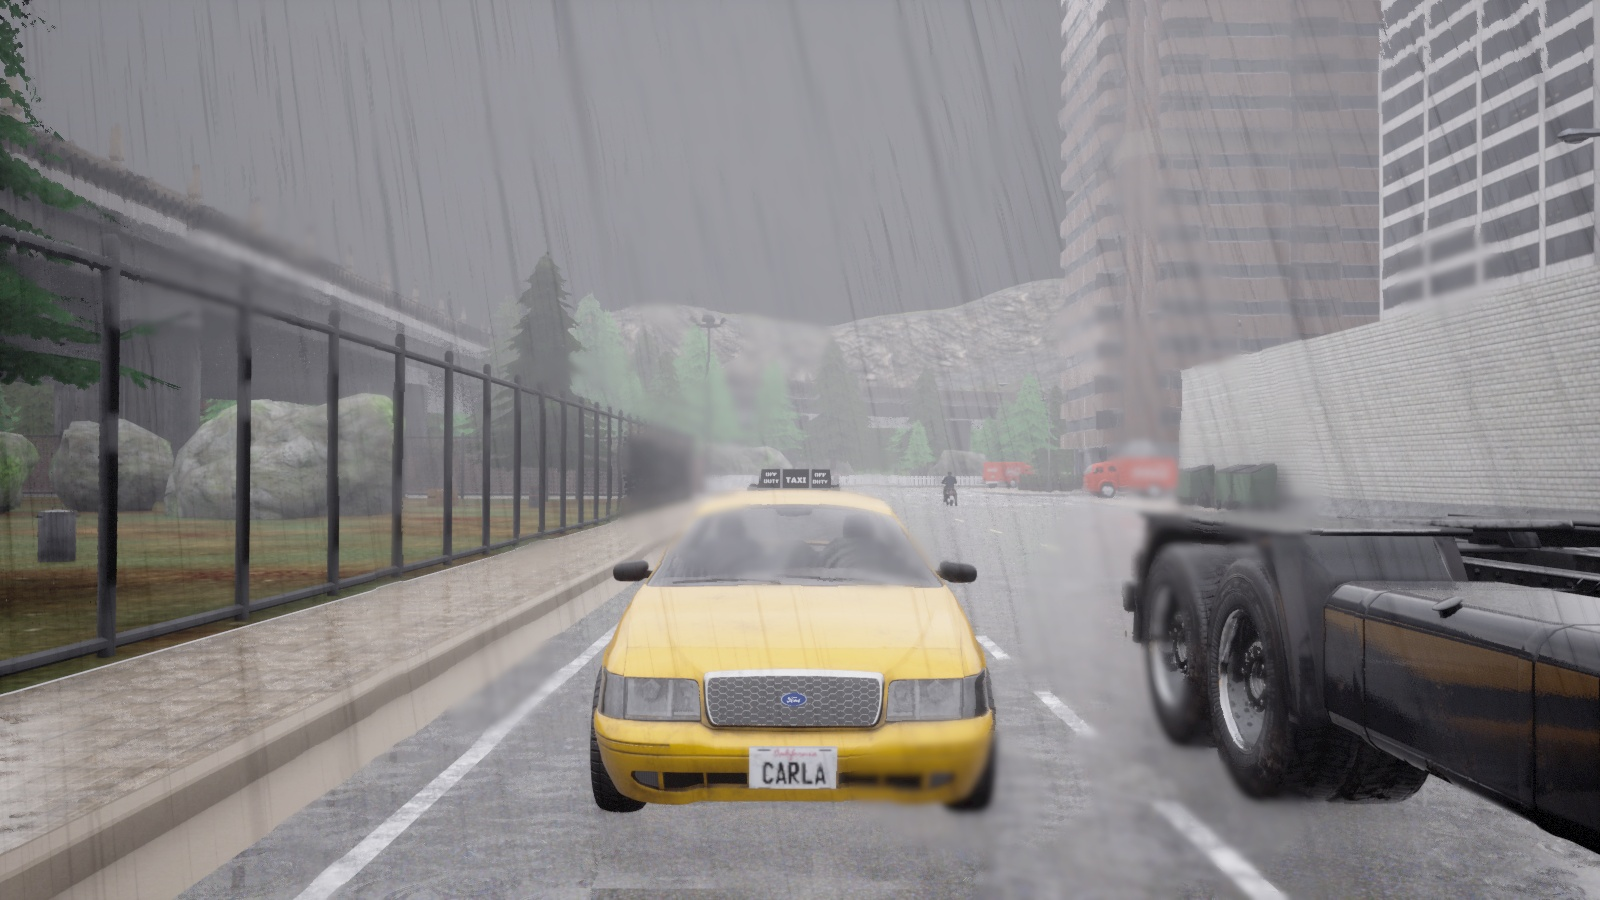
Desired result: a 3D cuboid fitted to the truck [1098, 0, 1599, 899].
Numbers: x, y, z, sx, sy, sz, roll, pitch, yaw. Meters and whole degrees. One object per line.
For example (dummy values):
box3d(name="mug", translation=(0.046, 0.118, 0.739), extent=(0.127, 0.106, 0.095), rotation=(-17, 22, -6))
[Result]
box3d(name="truck", translation=(3.483, -0.105, 4.529), extent=(2.891, 3.462, 7.936), rotation=(0, -1, 0))

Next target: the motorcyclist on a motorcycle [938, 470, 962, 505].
box3d(name="motorcyclist on a motorcycle", translation=(6.835, 1.700, 57.291), extent=(0.866, 1.590, 1.817), rotation=(0, -1, 0))

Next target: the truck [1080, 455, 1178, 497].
box3d(name="truck", translation=(19.728, 1.571, 75.576), extent=(5.204, 2.467, 2.627), rotation=(0, -1, 0))

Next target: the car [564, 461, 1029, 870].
box3d(name="car", translation=(-0.022, 0.880, 7.560), extent=(1.801, 1.575, 5.366), rotation=(0, -1, 0))
